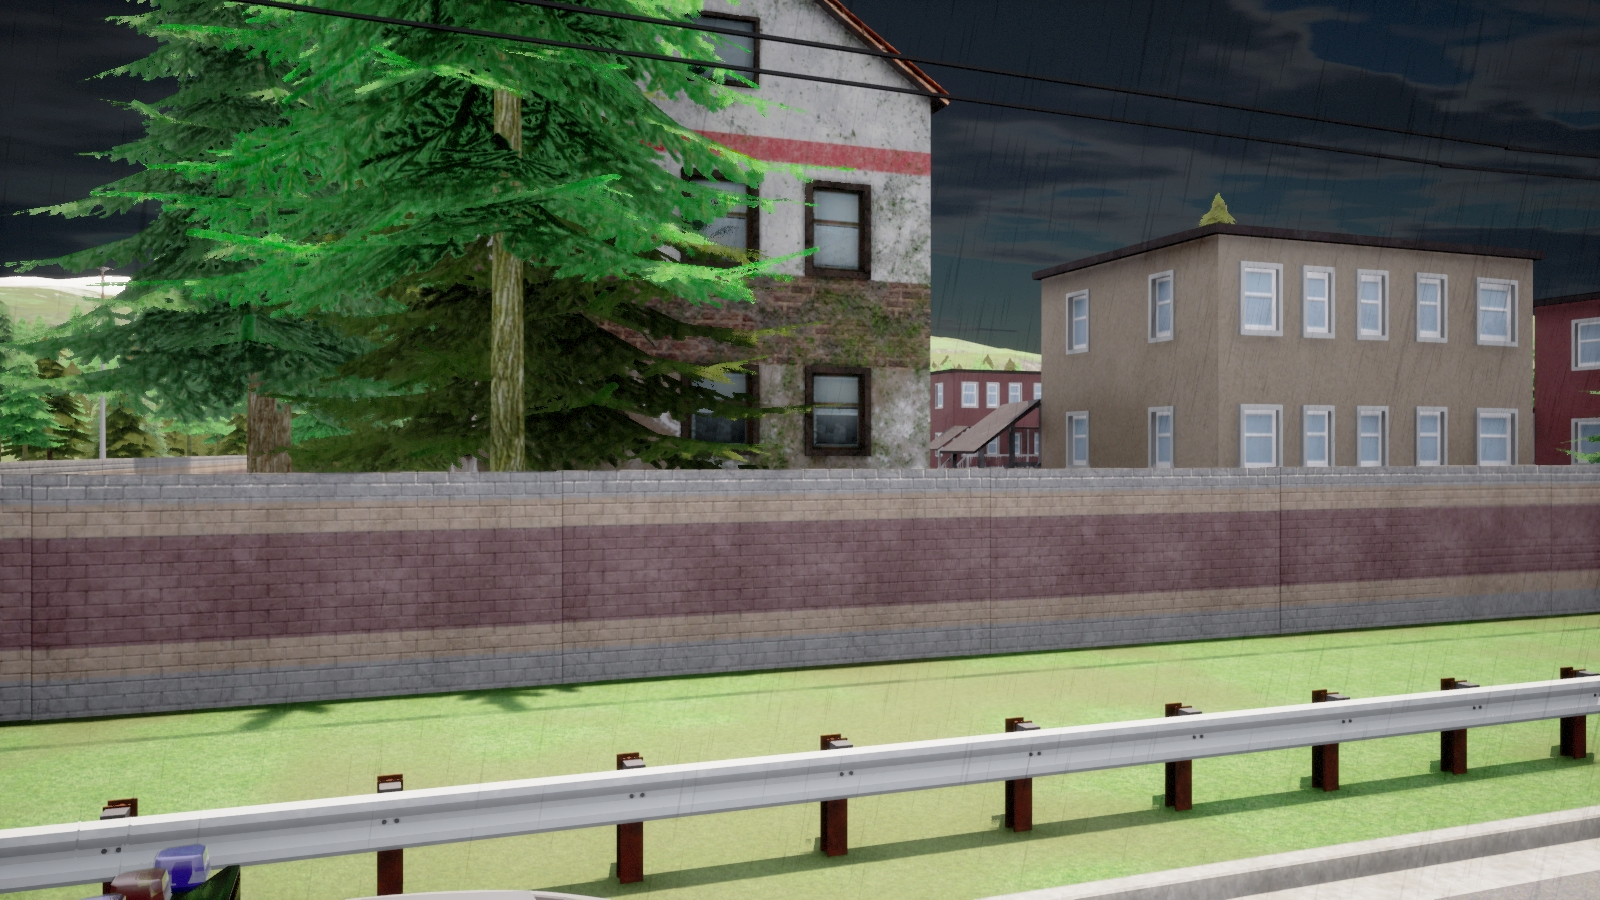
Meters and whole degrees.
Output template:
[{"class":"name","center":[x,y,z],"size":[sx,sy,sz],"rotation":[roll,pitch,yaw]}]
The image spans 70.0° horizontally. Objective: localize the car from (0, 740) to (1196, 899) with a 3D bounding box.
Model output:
[{"class":"car","center":[-1.671,1.982,2.695],"size":[5.238,1.638,2.097],"rotation":[0,0,-20]}]
